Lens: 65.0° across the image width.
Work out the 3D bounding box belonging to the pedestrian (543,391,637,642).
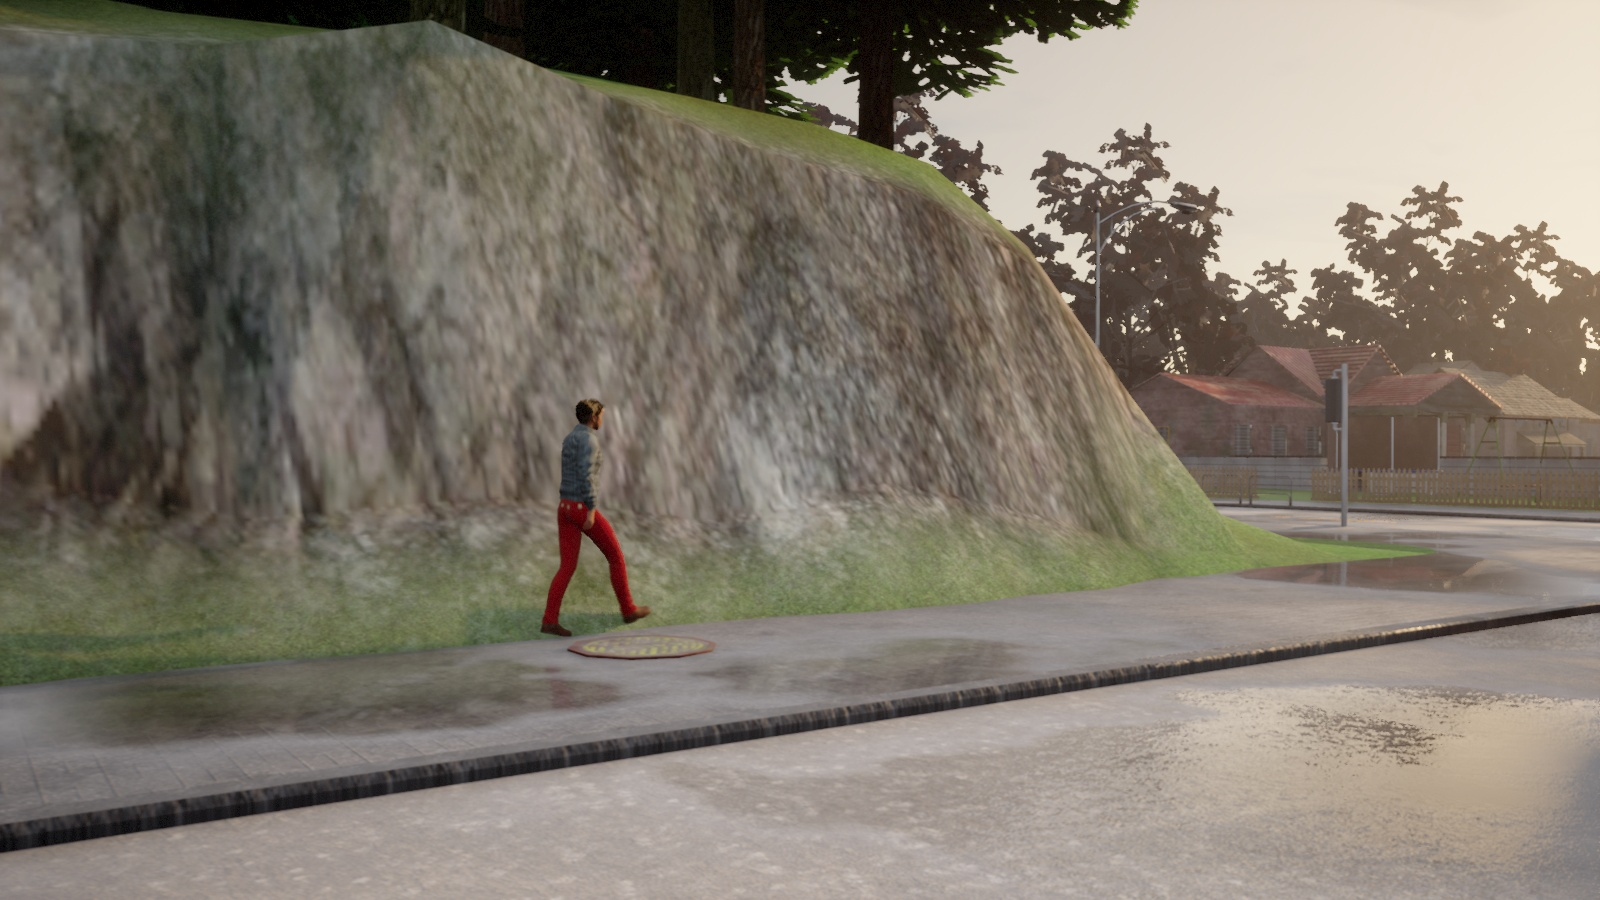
[{"bbox_3d":[-1.605,0.490,9.592,0.614,1.847,0.353,0,0,-40],"label":"pedestrian"}]
